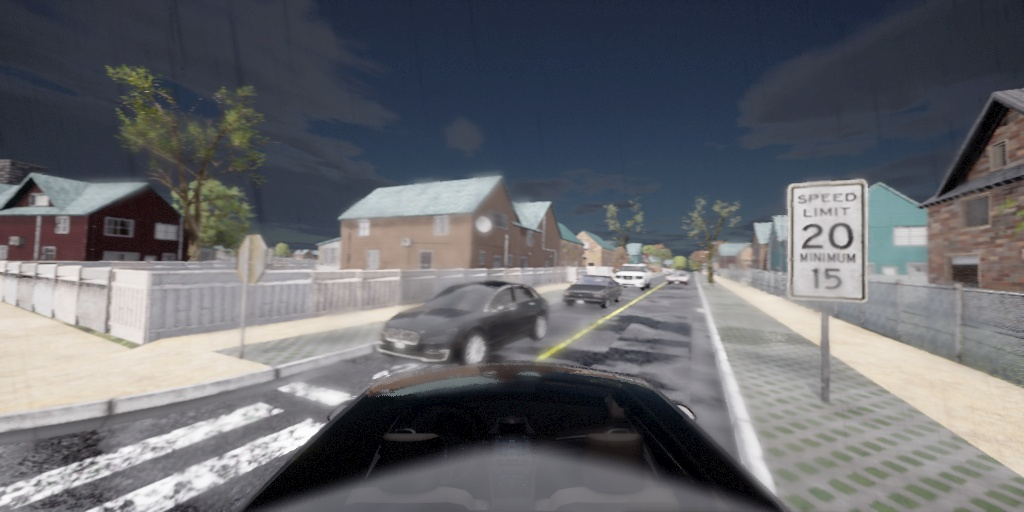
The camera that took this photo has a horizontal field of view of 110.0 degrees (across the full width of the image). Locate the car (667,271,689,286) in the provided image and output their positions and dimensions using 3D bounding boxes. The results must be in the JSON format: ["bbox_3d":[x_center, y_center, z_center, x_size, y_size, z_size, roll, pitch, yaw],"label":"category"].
[{"bbox_3d":[17.125,2.323,36.990,1.895,1.301,4.718,1,-1,27],"label":"car"}]

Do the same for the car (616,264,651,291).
[{"bbox_3d":[9.768,1.634,28.804,2.150,2.045,5.566,1,-1,27],"label":"car"}]

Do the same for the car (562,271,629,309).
[{"bbox_3d":[4.126,1.648,17.641,2.033,1.411,5.357,1,-1,27],"label":"car"}]

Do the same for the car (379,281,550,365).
[{"bbox_3d":[-0.716,1.344,8.222,1.837,1.490,4.892,1,-1,29],"label":"car"}]
